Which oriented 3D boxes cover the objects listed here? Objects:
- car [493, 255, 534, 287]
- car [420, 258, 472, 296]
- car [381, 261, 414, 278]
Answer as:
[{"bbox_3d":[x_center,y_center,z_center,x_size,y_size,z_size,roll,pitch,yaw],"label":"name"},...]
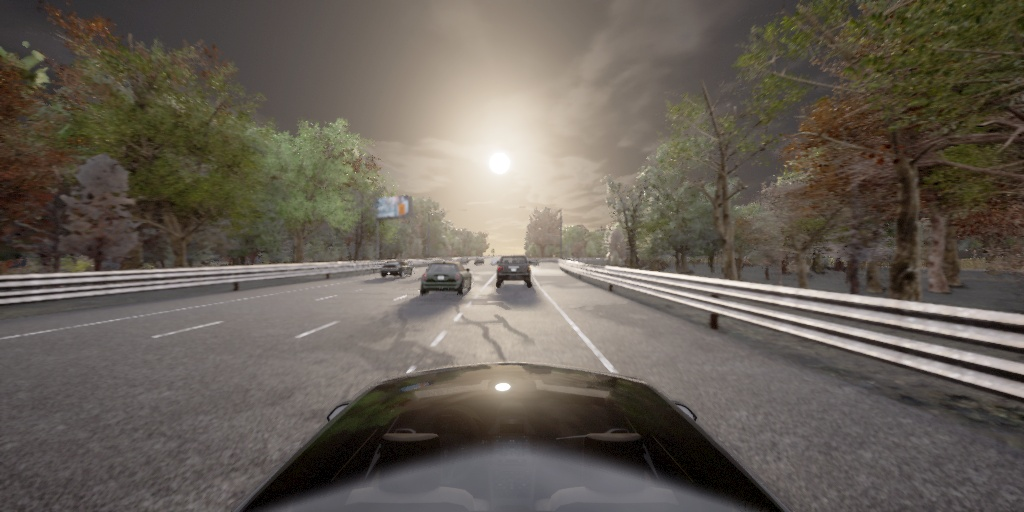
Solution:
[{"bbox_3d":[0.142,0.930,24.204,2.150,2.045,5.566,0,0,1],"label":"car"},{"bbox_3d":[-3.399,1.070,19.291,2.097,1.767,4.553,0,0,0],"label":"car"},{"bbox_3d":[-10.397,1.199,32.720,1.837,1.490,4.892,0,0,0],"label":"car"}]
